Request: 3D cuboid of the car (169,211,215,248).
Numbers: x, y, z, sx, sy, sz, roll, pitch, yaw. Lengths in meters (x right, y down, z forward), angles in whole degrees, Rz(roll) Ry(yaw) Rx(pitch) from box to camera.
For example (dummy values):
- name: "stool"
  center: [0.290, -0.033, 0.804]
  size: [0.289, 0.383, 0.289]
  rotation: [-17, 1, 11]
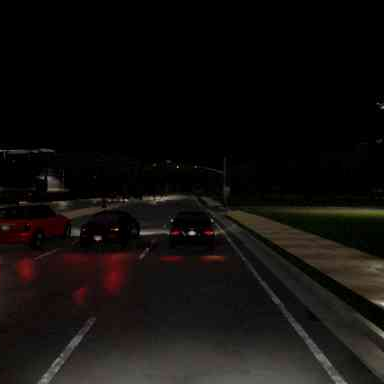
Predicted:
- name: "car"
  center: [0.000, 1.561, 14.667]
  size: [2.033, 1.411, 5.357]
  rotation: [0, 0, 0]

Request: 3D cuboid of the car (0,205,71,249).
- name: "car"
  center: [-7.000, 1.364, 14.637]
  size: [2.097, 1.767, 4.553]
  rotation: [0, 0, 0]

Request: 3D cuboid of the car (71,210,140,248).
- name: "car"
  center: [-3.500, 1.531, 14.667]
  size: [1.812, 1.442, 4.674]
  rotation: [0, 0, 0]
